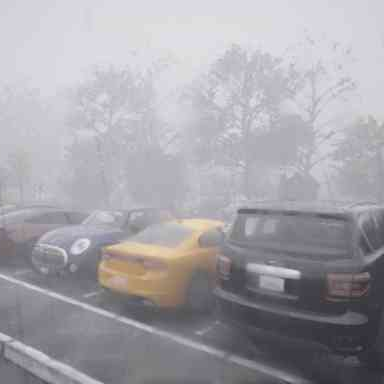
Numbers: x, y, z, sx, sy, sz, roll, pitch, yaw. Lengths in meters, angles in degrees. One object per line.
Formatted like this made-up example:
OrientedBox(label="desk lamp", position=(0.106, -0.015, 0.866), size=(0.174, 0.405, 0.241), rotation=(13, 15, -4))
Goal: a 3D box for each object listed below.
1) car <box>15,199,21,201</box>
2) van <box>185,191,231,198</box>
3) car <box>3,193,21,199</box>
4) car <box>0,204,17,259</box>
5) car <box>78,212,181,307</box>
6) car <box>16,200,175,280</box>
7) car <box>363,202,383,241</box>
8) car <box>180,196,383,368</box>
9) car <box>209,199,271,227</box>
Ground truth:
OrientedBox(label="car", position=(-6.552, 1.200, 12.562), size=(2.163, 1.488, 4.792), rotation=(2, 1, 36))
OrientedBox(label="van", position=(1.012, 0.939, 23.113), size=(1.878, 1.987, 4.442), rotation=(2, 2, 36))
OrientedBox(label="car", position=(-21.021, 1.089, 38.903), size=(2.097, 1.535, 5.008), rotation=(2, 1, 36))
OrientedBox(label="car", position=(-4.266, 1.268, 10.974), size=(2.163, 1.488, 4.792), rotation=(2, 1, 36))
OrientedBox(label="car", position=(0.217, 1.365, 7.678), size=(2.097, 1.535, 5.008), rotation=(1, 1, 36))
OrientedBox(label="car", position=(-2.008, 1.180, 9.338), size=(2.185, 1.767, 4.553), rotation=(2, 1, 36))
OrientedBox(label="car", position=(10.222, 1.406, 16.813), size=(1.946, 1.575, 5.366), rotation=(1, 1, 36))
OrientedBox(label="car", position=(2.501, 1.165, 6.062), size=(2.435, 2.045, 5.566), rotation=(1, 1, 36))
OrientedBox(label="car", position=(3.246, 1.268, 21.652), size=(2.002, 1.452, 4.674), rotation=(2, 1, 36))
